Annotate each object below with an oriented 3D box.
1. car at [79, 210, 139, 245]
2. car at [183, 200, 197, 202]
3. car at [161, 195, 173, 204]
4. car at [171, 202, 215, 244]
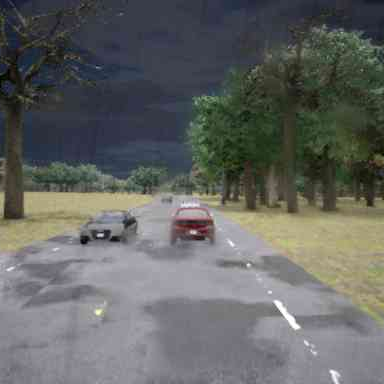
[{"bbox_3d":[-3.668,1.533,15.313,1.994,1.385,4.181,0,0,0],"label":"car"},{"bbox_3d":[-0.212,1.453,34.769,1.895,1.301,4.718,0,0,-1],"label":"car"},{"bbox_3d":[-4.342,1.229,57.687,2.033,1.411,5.357,0,0,-1],"label":"car"},{"bbox_3d":[0.028,1.444,15.731,1.882,1.535,5.008,0,0,0],"label":"car"}]
